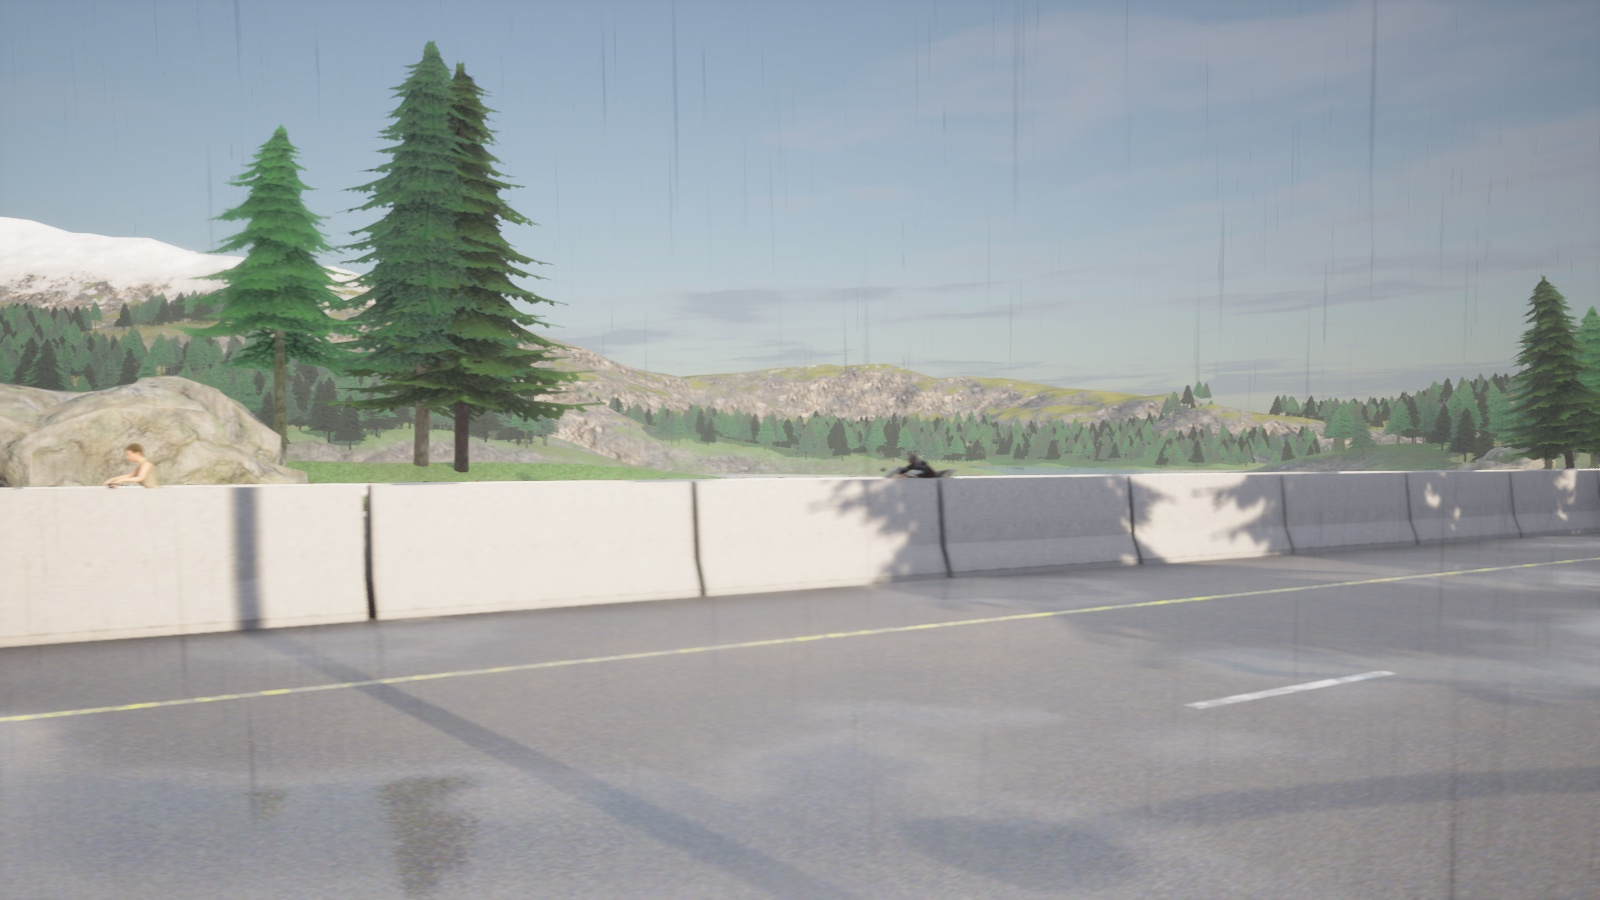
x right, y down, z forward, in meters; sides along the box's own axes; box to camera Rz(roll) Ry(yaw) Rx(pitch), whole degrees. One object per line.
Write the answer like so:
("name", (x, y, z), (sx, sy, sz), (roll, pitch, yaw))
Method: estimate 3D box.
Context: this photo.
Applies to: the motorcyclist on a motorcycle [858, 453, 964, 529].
("motorcyclist on a motorcycle", (2.366, 0.840, 26.626), (2.191, 1.530, 0.866), (0, 0, -35))
